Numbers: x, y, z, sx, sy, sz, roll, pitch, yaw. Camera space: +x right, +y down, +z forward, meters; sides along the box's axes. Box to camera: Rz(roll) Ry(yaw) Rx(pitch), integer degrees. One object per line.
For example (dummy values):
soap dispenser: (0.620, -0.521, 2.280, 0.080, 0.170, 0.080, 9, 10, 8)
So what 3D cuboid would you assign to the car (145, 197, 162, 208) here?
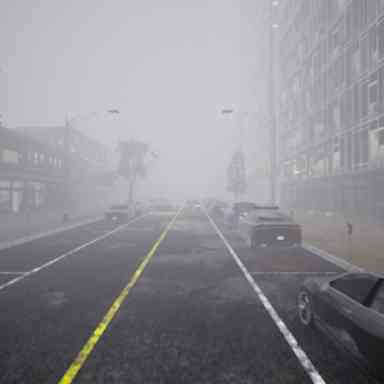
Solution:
car: (-5.657, 1.537, 49.208, 1.887, 1.381, 4.507, 1, 0, 0)

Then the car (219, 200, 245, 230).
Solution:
car: (3.122, 1.348, 21.227, 2.097, 1.767, 4.553, 0, 0, 0)

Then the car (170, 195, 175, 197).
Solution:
car: (-5.644, 1.542, 77.429, 2.008, 1.369, 4.403, 1, 0, 0)

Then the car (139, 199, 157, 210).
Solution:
car: (-5.659, 1.574, 43.564, 1.802, 1.307, 4.206, 1, 0, 0)

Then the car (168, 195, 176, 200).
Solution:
car: (-5.637, 1.574, 94.361, 1.802, 1.307, 4.206, 1, 0, 0)

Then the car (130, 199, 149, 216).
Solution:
car: (-5.662, 1.434, 32.276, 1.967, 1.590, 4.097, 1, 0, 0)

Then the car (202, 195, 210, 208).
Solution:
car: (2.690, 1.432, 43.505, 1.967, 1.590, 4.097, 1, 0, 0)

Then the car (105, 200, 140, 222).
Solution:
car: (-5.666, 1.560, 26.632, 1.947, 1.339, 4.313, 1, 0, 0)

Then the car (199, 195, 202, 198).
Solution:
car: (0.054, 1.556, 50.665, 1.994, 1.385, 4.181, 0, 0, 1)

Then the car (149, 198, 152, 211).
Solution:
car: (-5.661, 1.518, 37.750, 1.752, 1.417, 4.829, 1, 0, 0)

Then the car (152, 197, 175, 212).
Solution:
car: (-3.075, 1.556, 37.782, 1.994, 1.385, 4.181, 0, 0, 0)

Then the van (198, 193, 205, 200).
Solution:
van: (2.714, 1.332, 94.302, 1.690, 1.788, 3.998, 1, 0, 0)

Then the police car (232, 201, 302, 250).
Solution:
police car: (3.141, 1.421, 14.366, 1.930, 1.638, 5.238, 0, 0, 0)

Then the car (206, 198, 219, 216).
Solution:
car: (2.683, 1.559, 32.217, 1.947, 1.339, 4.313, 1, 0, 0)

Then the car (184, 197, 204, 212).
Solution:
car: (0.092, 1.593, 39.120, 1.895, 1.301, 4.718, 0, 0, 0)

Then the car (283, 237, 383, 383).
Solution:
car: (2.704, 1.565, 3.997, 1.947, 1.339, 4.313, 1, 0, 0)
